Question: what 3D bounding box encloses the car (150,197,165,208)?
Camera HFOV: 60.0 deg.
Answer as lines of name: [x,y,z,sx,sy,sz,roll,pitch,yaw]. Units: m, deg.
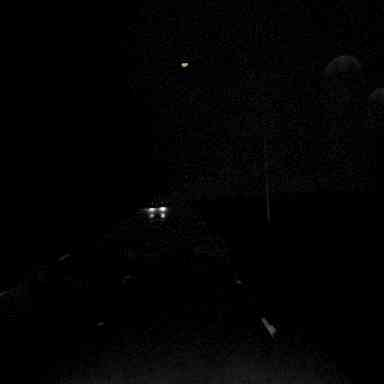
car: [-4.730,1.407,46.133,1.812,1.442,4.674,-2,0,-3]
